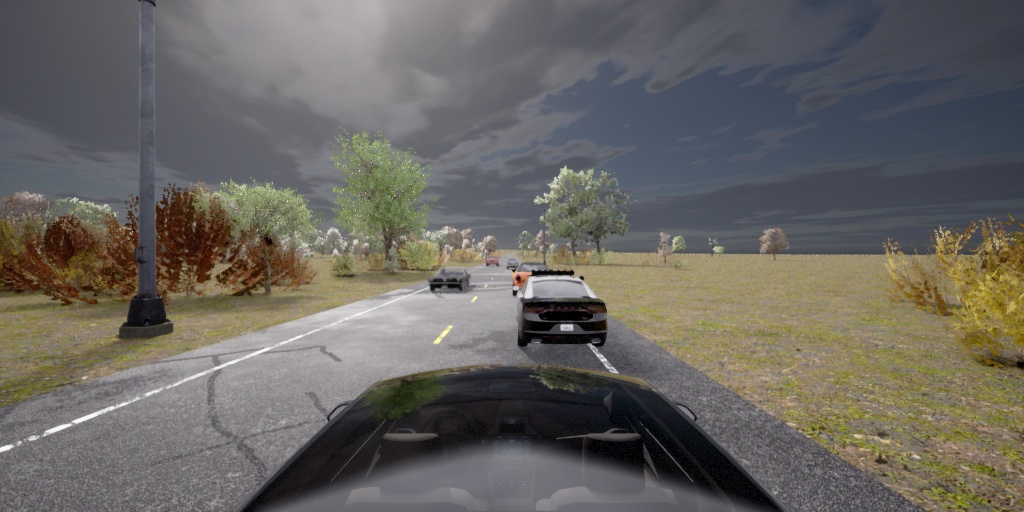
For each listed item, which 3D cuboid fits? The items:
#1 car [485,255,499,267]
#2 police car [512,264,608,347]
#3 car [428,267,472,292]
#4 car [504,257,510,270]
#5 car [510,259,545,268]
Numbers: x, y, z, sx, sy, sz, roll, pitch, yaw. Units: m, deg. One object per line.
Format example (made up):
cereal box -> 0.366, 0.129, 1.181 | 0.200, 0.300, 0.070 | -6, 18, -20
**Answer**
car -> -3.493, 0.896, 64.238 | 2.150, 2.045, 5.566 | 0, 0, 1
police car -> 1.059, 1.173, 9.488 | 1.930, 1.638, 5.238 | 0, 0, 0
car -> -3.580, 1.343, 21.300 | 1.895, 1.301, 4.718 | 0, 0, 0
car -> 0.127, 1.246, 52.939 | 2.033, 1.411, 5.357 | 0, 0, 0
car -> 1.069, 1.095, 19.349 | 2.097, 1.767, 4.553 | 0, 0, 0
